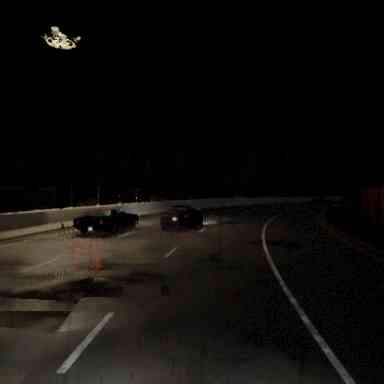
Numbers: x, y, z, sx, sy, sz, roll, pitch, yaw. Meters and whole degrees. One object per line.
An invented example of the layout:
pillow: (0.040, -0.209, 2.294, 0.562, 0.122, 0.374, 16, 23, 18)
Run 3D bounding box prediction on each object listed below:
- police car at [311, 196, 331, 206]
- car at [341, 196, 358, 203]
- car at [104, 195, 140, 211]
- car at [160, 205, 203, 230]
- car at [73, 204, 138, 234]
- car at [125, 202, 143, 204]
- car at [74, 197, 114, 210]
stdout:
police car: (21.353, 1.433, 54.823, 1.930, 1.638, 5.238, 0, 0, 40)
car: (31.931, 1.473, 67.332, 4.181, 1.385, 1.994, 0, 0, -39)
car: (-8.612, 1.281, 41.275, 2.097, 1.767, 4.553, 0, 0, 24)
car: (-0.545, 1.539, 21.177, 1.994, 1.385, 4.181, 0, 0, 13)
car: (-4.686, 1.566, 18.992, 1.895, 1.301, 4.718, 0, 0, 12)
car: (-6.164, 1.540, 38.265, 1.895, 1.301, 4.718, 0, 0, 23)
car: (-12.224, 1.408, 41.756, 2.128, 1.511, 4.902, 0, 0, 23)
